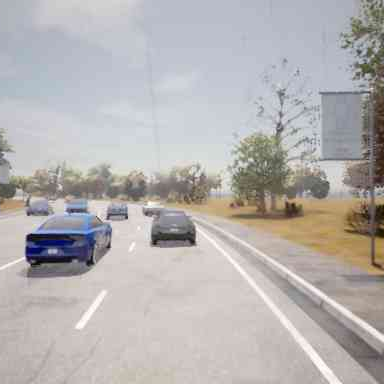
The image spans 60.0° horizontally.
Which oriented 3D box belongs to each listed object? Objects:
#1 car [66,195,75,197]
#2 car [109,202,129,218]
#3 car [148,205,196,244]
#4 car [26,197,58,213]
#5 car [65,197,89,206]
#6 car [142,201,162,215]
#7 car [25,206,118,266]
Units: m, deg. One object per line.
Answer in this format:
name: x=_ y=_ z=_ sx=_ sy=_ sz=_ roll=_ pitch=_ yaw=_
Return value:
car: x=-25.763 y=1.470 z=70.633 sx=1.882 sy=1.535 sz=5.008 roll=0 pitch=0 yaw=-28
car: x=-6.664 y=1.562 z=29.815 sx=2.033 sy=1.411 sz=5.357 roll=0 pitch=0 yaw=-12
car: x=-0.959 y=1.568 z=16.012 sx=1.994 sy=1.385 sz=4.181 roll=0 pitch=0 yaw=-6
car: x=-14.609 y=1.549 z=32.235 sx=1.812 sy=1.442 sz=4.674 roll=0 pitch=0 yaw=-14
car: x=-11.108 y=1.497 z=32.544 sx=1.882 sy=1.535 sz=5.008 roll=0 pitch=0 yaw=-13
car: x=-3.991 y=1.613 z=33.806 sx=1.895 sy=1.301 sz=4.718 roll=0 pitch=0 yaw=-13
car: x=-4.029 y=1.488 z=11.644 sx=1.882 sy=1.535 sz=5.008 roll=0 pitch=0 yaw=-4
